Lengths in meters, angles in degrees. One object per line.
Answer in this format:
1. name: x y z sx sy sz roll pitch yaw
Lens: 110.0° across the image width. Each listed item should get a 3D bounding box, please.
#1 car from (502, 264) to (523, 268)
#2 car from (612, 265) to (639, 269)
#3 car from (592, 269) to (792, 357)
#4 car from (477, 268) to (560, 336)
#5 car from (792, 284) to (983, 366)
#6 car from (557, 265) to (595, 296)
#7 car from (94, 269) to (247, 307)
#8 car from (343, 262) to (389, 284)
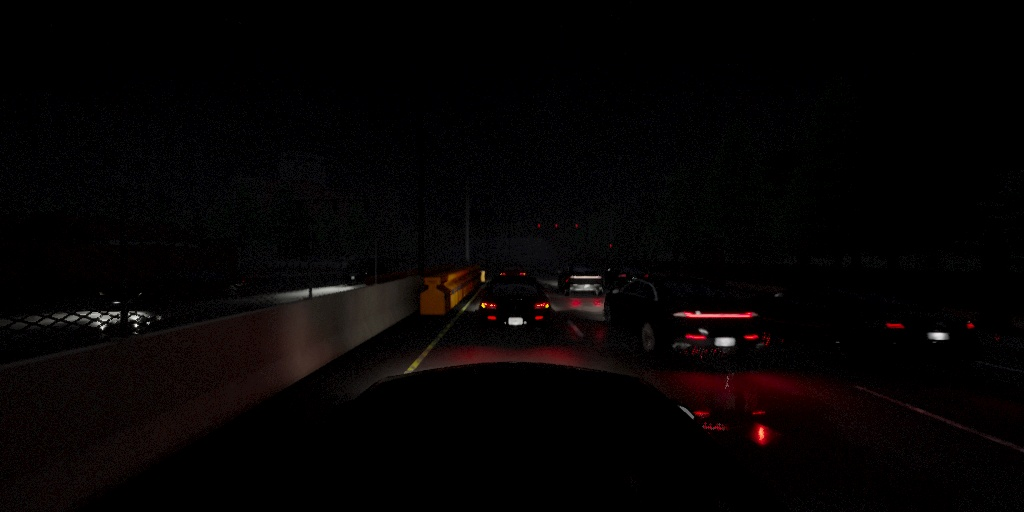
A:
1. car: 0.028 1.219 23.189 1.812 1.442 4.674 0 0 0
2. car: 7.031 1.259 22.382 1.994 1.385 4.181 0 0 0
3. car: 3.579 1.223 8.460 2.128 1.511 4.902 0 0 0
4. car: 0.068 1.253 10.156 1.812 1.442 4.674 0 0 0
5. car: 7.080 1.297 7.963 1.994 1.385 4.181 0 0 0
6. car: 3.532 1.196 19.063 2.128 1.511 4.902 0 0 2
7. car: -14.132 1.261 15.464 2.033 1.411 5.357 0 0 0
8. car: -10.587 1.178 26.295 2.128 1.511 4.902 0 0 0
